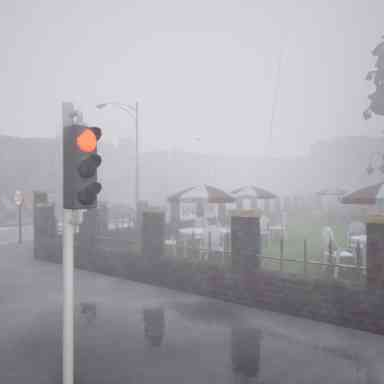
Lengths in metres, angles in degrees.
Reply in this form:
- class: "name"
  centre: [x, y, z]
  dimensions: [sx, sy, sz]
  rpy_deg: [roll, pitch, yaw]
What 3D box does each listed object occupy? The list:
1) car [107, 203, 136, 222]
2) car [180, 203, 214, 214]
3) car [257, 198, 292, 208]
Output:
- class: "car"
  centre: [-6.316, 1.563, 26.187]
  dimensions: [1.994, 1.385, 4.181]
  rpy_deg: [0, 0, 35]
- class: "car"
  centre: [0.604, 1.504, 35.926]
  dimensions: [1.837, 1.490, 4.892]
  rpy_deg: [0, 0, 36]
- class: "car"
  centre: [11.589, 1.478, 46.868]
  dimensions: [5.008, 1.535, 1.882]
  rpy_deg: [0, 0, -13]
